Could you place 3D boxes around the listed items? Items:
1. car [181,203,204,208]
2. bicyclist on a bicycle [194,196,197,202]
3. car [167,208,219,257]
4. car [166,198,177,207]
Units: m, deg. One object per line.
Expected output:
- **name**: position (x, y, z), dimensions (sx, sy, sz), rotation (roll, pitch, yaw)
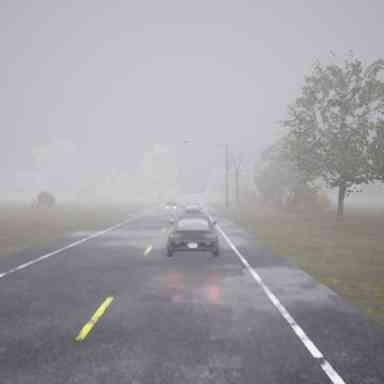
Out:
- **car**: position (0.040, 1.676, 28.163), dimensions (1.812, 1.442, 4.674), rotation (0, 0, 0)
- **bicyclist on a bicycle**: position (0.928, 1.849, 88.700), dimensions (0.866, 1.612, 1.509), rotation (0, 0, 0)
- **car**: position (0.047, 1.600, 13.249), dimensions (1.812, 1.442, 4.674), rotation (0, 0, 0)
- **car**: position (-3.559, 1.840, 58.758), dimensions (2.033, 1.411, 5.357), rotation (0, 0, 1)
